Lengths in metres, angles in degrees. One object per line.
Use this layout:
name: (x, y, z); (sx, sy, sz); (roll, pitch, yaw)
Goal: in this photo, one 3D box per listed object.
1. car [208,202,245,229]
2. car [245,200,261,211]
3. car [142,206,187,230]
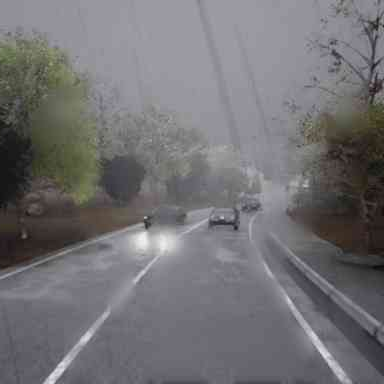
car: (2.206, 1.555, 21.844); (2.033, 1.411, 5.357); (1, 0, 10)
car: (7.614, 1.669, 42.265); (1.895, 1.301, 4.718); (2, 0, 19)
car: (-1.626, 1.554, 21.222); (1.895, 1.301, 4.718); (1, 0, 10)
